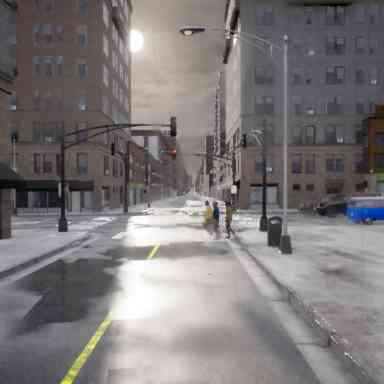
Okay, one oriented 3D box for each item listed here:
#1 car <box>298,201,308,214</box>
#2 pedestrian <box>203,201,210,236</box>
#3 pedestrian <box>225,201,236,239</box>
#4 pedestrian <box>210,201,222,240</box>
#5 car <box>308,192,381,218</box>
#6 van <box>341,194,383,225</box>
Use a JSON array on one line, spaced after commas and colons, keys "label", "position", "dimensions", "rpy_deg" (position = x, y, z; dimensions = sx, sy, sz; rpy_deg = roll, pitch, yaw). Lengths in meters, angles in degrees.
[{"label": "car", "position": [12.237, 1.114, 30.077], "dimensions": [5.009, 1.841, 2.192], "rpy_deg": [-1, 1, 0]}, {"label": "pedestrian", "position": [0.866, 1.289, 16.499], "dimensions": [0.375, 1.860, 0.375], "rpy_deg": [0, 0, 0]}, {"label": "pedestrian", "position": [1.762, 1.289, 15.895], "dimensions": [0.375, 1.860, 0.375], "rpy_deg": [0, 0, 0]}, {"label": "pedestrian", "position": [1.131, 1.289, 15.298], "dimensions": [0.375, 1.860, 0.375], "rpy_deg": [0, 0, 0]}, {"label": "car", "position": [12.915, 1.031, 27.427], "dimensions": [5.566, 2.045, 2.150], "rpy_deg": [-1, 0, 0]}, {"label": "van", "position": [12.217, 1.202, 21.553], "dimensions": [3.998, 1.788, 1.690], "rpy_deg": [-1, 1, 0]}]
